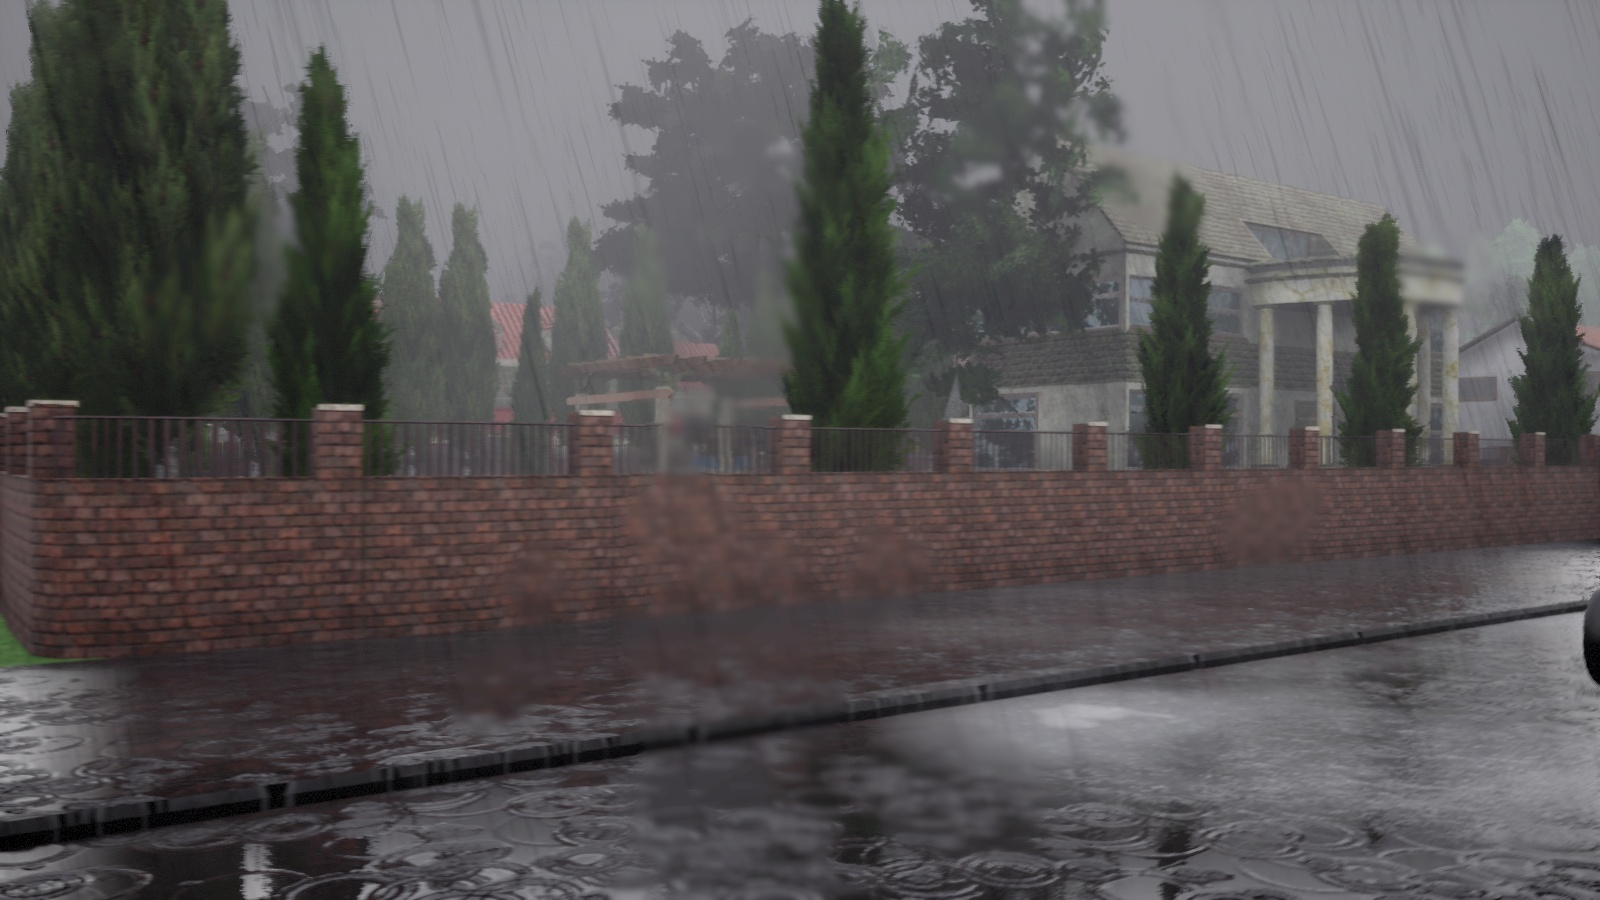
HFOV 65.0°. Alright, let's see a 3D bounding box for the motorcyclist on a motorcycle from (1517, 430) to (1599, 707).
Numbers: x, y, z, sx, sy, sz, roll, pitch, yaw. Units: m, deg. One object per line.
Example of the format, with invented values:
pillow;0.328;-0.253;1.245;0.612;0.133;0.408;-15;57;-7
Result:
motorcyclist on a motorcycle;5.673;0.703;8.216;2.350;1.649;0.766;0;0;-35
